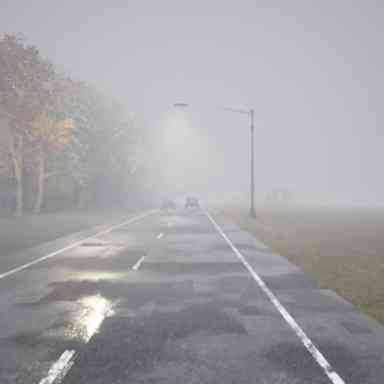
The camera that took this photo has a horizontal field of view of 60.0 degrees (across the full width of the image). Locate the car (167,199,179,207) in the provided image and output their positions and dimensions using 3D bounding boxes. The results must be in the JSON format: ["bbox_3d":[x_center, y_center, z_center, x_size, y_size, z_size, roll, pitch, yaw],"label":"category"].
[{"bbox_3d":[-3.482,2.046,60.502,1.895,1.301,4.718,0,0,0],"label":"car"}]

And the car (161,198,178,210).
[{"bbox_3d":[-3.484,1.724,50.403,2.097,1.767,4.553,0,0,0],"label":"car"}]

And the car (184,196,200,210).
[{"bbox_3d":[0.015,1.592,50.081,2.150,2.045,5.566,0,0,0],"label":"car"}]
